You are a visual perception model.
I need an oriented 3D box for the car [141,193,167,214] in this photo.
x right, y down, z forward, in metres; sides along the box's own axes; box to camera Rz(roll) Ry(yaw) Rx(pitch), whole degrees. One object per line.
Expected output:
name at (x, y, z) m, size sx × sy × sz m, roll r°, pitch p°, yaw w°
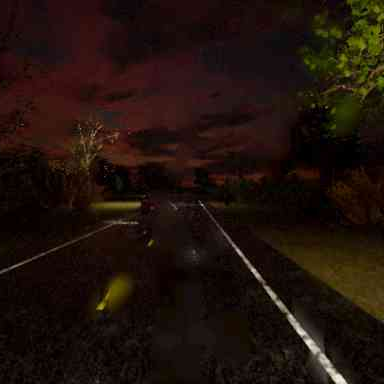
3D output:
car at (-3.731, 1.089, 33.576) m, size 2.150 × 2.045 × 5.566 m, roll 0°, pitch 1°, yaw -1°

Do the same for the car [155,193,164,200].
car at (-7.196, 1.056, 74.518) m, size 1.837 × 1.490 × 4.892 m, roll 0°, pitch 0°, yaw -3°
